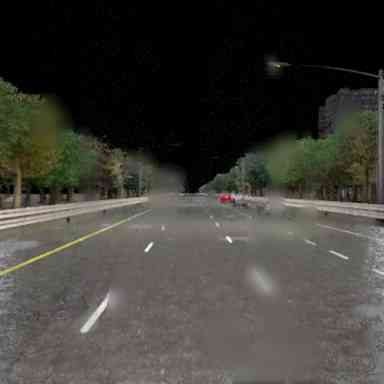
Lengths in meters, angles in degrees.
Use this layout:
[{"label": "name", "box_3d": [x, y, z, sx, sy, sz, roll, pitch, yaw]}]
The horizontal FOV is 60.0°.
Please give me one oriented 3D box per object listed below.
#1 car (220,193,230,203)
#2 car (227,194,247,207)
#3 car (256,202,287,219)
[{"label": "car", "box_3d": [7.086, 1.267, 70.195, 2.150, 2.045, 5.566, 0, 0, 0]}, {"label": "car", "box_3d": [7.024, 1.511, 50.154, 2.128, 1.511, 4.902, 0, 0, 0]}, {"label": "car", "box_3d": [7.003, 1.568, 29.597, 1.994, 1.385, 4.181, 0, 0, 0]}]
